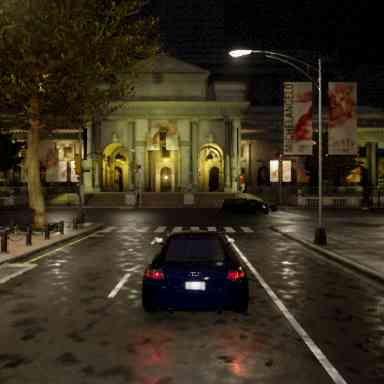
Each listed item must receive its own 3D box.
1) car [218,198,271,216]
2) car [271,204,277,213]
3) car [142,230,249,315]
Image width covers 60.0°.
[{"bbox_3d":[4.753,1.352,31.569,4.553,1.767,2.097,0,0,0],"label":"car"},{"bbox_3d":[6.504,1.505,35.057,4.892,1.490,1.837,0,0,0],"label":"car"},{"bbox_3d":[0.073,1.564,7.676,1.994,1.385,4.181,0,0,0],"label":"car"}]
